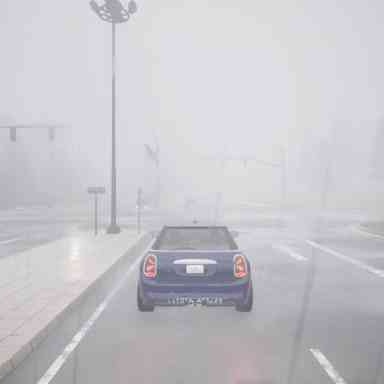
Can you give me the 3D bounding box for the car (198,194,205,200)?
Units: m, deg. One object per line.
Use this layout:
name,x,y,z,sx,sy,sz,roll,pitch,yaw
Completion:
car,2.660,1.442,95.586,1.882,1.535,5.008,0,0,-1

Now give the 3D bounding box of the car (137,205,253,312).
car,0.069,1.352,7.880,2.097,1.767,4.553,0,0,0

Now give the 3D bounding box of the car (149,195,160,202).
car,-8.535,1.540,76.687,2.033,1.411,5.357,0,0,-1

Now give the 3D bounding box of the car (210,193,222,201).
car,6.333,1.215,84.992,2.150,2.045,5.566,0,0,-1

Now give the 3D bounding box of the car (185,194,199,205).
car,-0.176,1.526,54.699,1.812,1.442,4.674,0,0,-1

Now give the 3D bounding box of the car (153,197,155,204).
car,-8.389,1.505,66.249,1.837,1.490,4.892,0,0,0

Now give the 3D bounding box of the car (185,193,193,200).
car,-0.840,1.189,95.559,2.150,2.045,5.566,0,0,-1

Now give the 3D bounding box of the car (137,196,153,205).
car,-8.299,1.505,57.040,1.837,1.490,4.892,0,0,-1

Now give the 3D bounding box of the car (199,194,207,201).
car,2.828,1.513,85.262,1.812,1.442,4.674,0,0,-1
